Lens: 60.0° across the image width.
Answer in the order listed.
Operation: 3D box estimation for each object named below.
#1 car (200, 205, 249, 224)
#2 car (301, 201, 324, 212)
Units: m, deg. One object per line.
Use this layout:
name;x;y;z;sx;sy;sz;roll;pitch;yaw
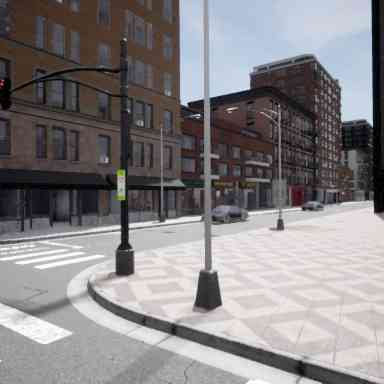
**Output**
car;2.775;1.781;27.055;2.033;1.411;5.357;-1;-1;36
car;16.955;1.973;46.609;2.033;1.411;5.357;-1;-1;36
